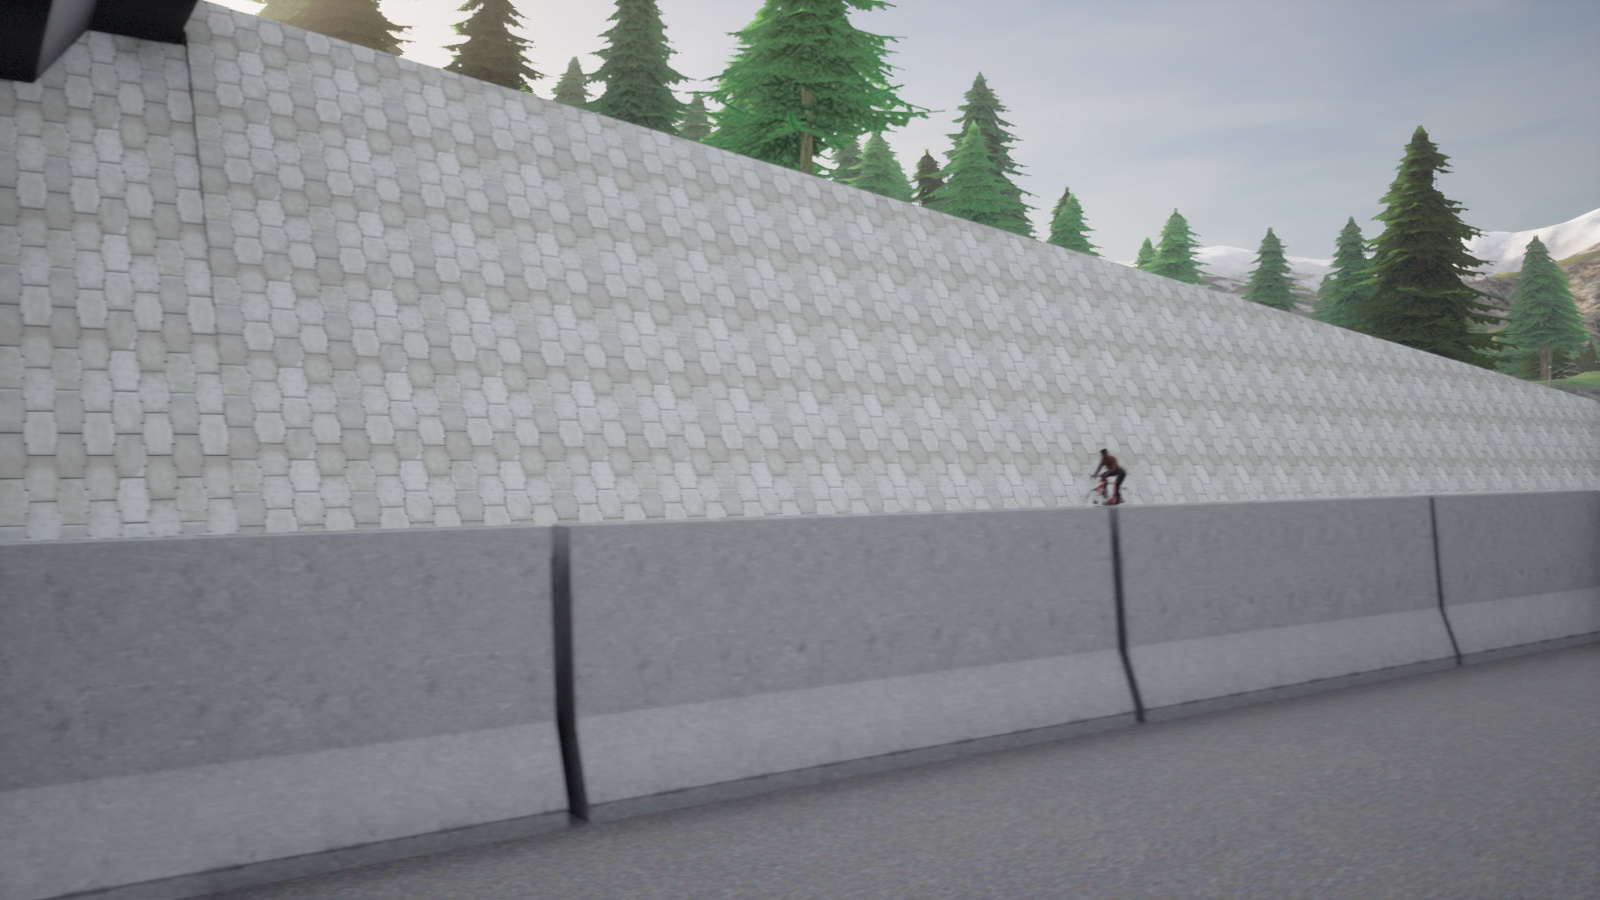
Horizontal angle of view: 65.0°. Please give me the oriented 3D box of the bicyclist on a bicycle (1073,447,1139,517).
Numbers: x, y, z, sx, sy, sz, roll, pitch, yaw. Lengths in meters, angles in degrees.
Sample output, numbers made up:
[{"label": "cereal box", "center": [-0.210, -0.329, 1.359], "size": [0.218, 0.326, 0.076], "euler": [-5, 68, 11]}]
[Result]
[{"label": "bicyclist on a bicycle", "center": [7.332, 0.756, 30.083], "size": [1.656, 1.620, 0.582], "euler": [-1, 0, -35]}]
